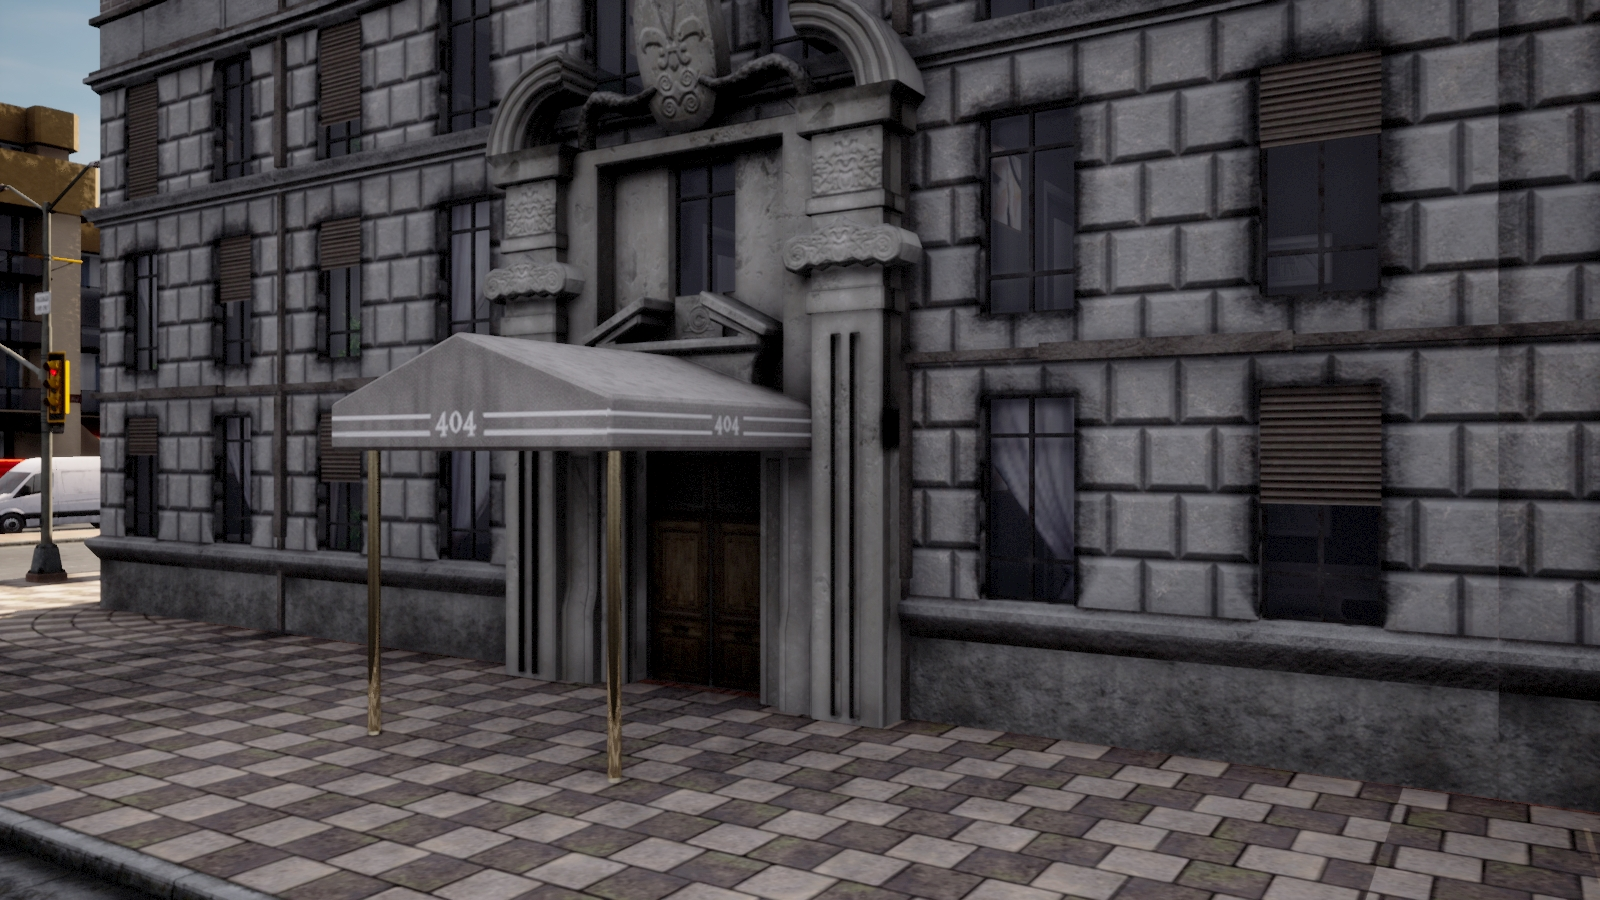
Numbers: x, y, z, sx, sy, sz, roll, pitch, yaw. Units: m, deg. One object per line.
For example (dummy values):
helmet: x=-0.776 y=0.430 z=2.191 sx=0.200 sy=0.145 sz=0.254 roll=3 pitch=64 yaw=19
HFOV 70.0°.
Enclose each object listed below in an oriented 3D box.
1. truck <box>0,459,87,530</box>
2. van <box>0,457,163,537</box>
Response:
truck: x=-28.893 y=1.565 z=40.779 sx=2.627 sy=2.467 sz=5.204 roll=0 pitch=0 yaw=31
van: x=-25.553 y=1.532 z=39.513 sx=1.988 sy=2.561 sz=5.915 roll=0 pitch=0 yaw=32
